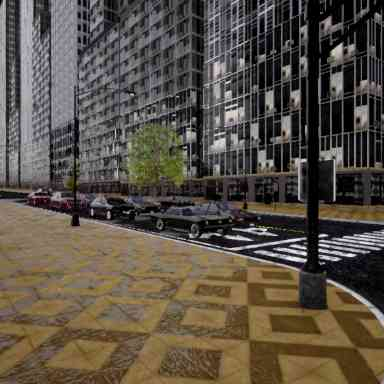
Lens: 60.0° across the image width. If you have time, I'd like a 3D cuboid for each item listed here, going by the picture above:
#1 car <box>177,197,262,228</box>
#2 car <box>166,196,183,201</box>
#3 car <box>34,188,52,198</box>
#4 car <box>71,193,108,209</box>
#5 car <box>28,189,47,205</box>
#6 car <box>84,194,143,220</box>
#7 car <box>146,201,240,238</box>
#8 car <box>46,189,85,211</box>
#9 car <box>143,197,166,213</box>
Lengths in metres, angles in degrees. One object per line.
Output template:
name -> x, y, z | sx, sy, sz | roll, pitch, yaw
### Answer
car -> 1.618, 1.289, 19.682 | 2.033, 1.411, 5.357 | 0, 1, -36
car -> -1.892, 1.075, 34.924 | 1.895, 1.301, 4.718 | 0, 1, -38
car -> -28.519, 0.111, 63.692 | 2.097, 1.767, 4.553 | 0, 1, -38
car -> -11.161, 0.911, 35.912 | 2.033, 1.411, 5.357 | 0, 1, -38
car -> -18.125, 0.712, 39.593 | 1.882, 1.535, 5.008 | 0, 1, -37
car -> -5.696, 1.110, 23.671 | 1.837, 1.490, 4.892 | 0, 1, -38
car -> -0.105, 1.372, 16.562 | 1.895, 1.301, 4.718 | 0, 1, -38
car -> -11.814, 0.776, 31.472 | 2.097, 1.767, 4.553 | 0, 1, -38
car -> -4.655, 1.104, 27.614 | 2.033, 1.411, 5.357 | 0, 1, -37
